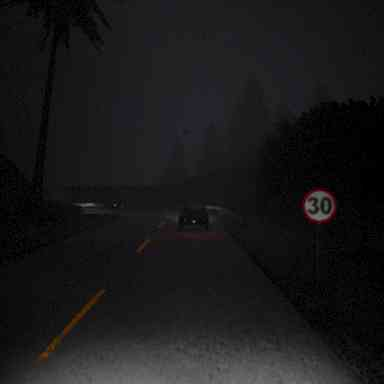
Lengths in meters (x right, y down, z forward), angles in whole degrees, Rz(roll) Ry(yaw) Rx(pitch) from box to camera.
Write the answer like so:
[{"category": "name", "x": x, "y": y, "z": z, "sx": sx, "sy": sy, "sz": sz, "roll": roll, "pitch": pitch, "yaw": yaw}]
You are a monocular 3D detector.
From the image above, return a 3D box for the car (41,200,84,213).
[{"category": "car", "x": -14.927, "y": 1.624, "z": 36.944, "sx": 5.357, "sy": 1.411, "sz": 2.033, "roll": 0, "pitch": 0, "yaw": 0}]

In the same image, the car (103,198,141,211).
[{"category": "car", "x": -8.596, "y": 1.505, "z": 40.669, "sx": 4.902, "sy": 1.511, "sz": 2.128, "roll": 0, "pitch": -1, "yaw": 19}]

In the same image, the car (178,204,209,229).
[{"category": "car", "x": 0.101, "y": 1.498, "z": 21.547, "sx": 2.128, "sy": 1.511, "sz": 4.902, "roll": 0, "pitch": 0, "yaw": 0}]
